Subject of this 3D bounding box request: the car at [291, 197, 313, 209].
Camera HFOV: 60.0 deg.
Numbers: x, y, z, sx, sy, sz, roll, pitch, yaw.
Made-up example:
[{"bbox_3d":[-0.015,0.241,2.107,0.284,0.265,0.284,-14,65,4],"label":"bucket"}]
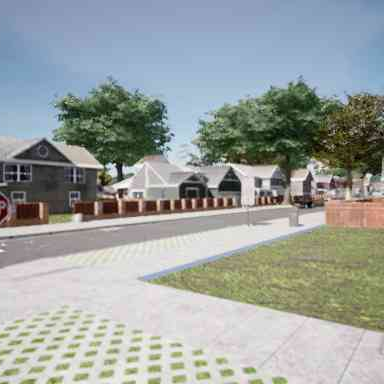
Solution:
[{"bbox_3d":[15.344,1.523,46.010,1.837,1.490,4.892,0,0,36],"label":"car"}]
